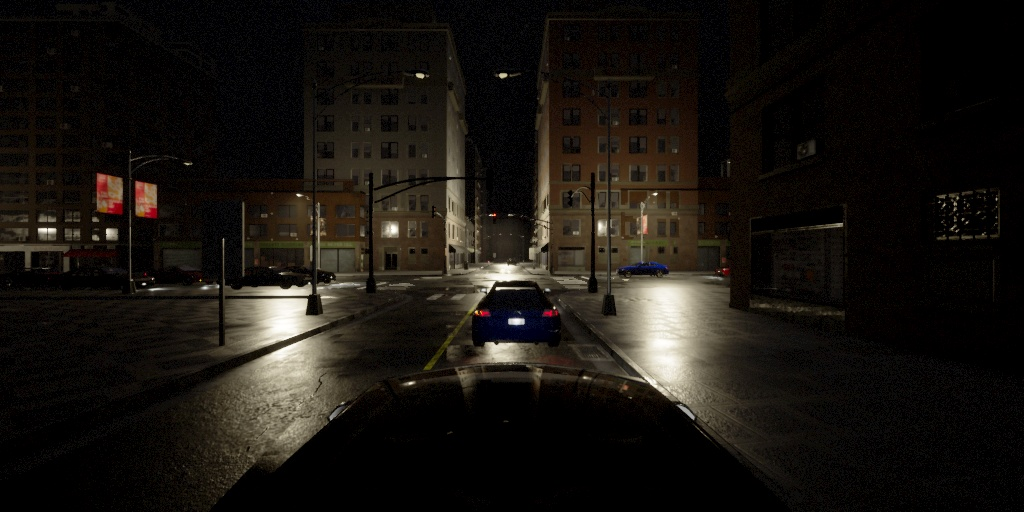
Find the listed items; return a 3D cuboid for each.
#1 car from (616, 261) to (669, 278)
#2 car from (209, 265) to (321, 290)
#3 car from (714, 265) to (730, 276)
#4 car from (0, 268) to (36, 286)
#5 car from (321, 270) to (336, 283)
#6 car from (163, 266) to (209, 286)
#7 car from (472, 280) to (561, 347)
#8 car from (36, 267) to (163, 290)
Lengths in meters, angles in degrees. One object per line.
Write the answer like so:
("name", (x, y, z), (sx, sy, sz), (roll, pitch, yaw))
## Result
("car", (11.860, 1.217, 32.719), (4.674, 1.442, 1.812), (0, 0, 0))
("car", (-15.457, 1.350, 22.638), (5.357, 1.411, 2.033), (0, 0, 0))
("car", (20.900, 1.225, 32.758), (4.181, 1.385, 1.994), (0, 0, 0))
("car", (-33.715, 1.468, 25.806), (4.718, 1.301, 1.895), (0, 0, 0))
("car", (-15.043, 1.364, 25.889), (4.181, 1.385, 1.994), (0, 0, 0))
("car", (-23.824, 1.398, 25.845), (4.181, 1.385, 1.994), (0, 0, -1))
("car", (0.096, 1.314, 9.355), (1.994, 1.385, 4.181), (0, 0, 0))
("car", (-25.837, 1.389, 22.590), (5.357, 1.411, 2.033), (0, 0, 0))
